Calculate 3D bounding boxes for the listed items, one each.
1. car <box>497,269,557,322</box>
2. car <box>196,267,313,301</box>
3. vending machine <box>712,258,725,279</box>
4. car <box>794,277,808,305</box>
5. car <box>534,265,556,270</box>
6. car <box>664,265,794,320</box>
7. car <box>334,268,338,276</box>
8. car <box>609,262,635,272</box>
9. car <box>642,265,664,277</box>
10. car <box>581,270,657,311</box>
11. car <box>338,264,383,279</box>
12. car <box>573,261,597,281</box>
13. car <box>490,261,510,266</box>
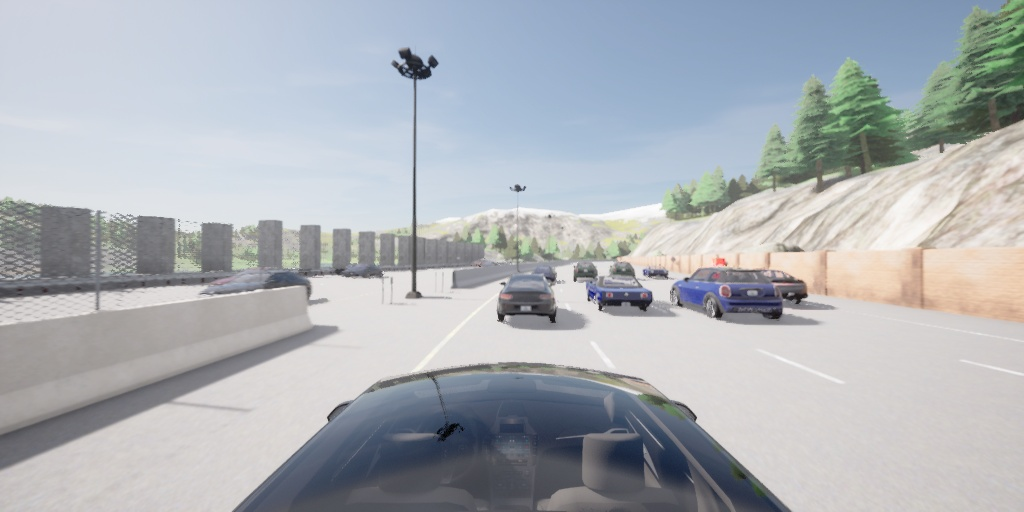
[{"bbox_3d":[0.542,1.339,12.504,1.812,1.442,4.674,0,0,4],"label":"car"},{"bbox_3d":[-10.066,1.319,14.506,1.812,1.442,4.674,0,0,4],"label":"car"},{"bbox_3d":[18.627,1.175,32.359,1.100,2.100,0.880,0,0,11],"label":"vending machine"},{"bbox_3d":[11.444,1.362,16.844,2.128,1.511,4.902,0,0,5],"label":"car"},{"bbox_3d":[2.814,1.490,31.114,1.994,1.385,4.181,0,0,10],"label":"car"},{"bbox_3d":[7.633,1.190,13.292,2.097,1.767,4.553,0,0,4],"label":"car"},{"bbox_3d":[-17.261,1.514,39.299,1.895,1.301,4.718,0,0,11],"label":"car"},{"bbox_3d":[10.694,1.323,35.112,2.097,1.767,4.553,0,0,11],"label":"car"},{"bbox_3d":[14.562,1.593,36.700,1.895,1.301,4.718,0,0,12],"label":"car"},{"bbox_3d":[4.218,1.438,14.918,1.895,1.301,4.718,0,0,4],"label":"car"},{"bbox_3d":[-14.474,1.461,35.024,1.994,1.385,4.181,0,0,10],"label":"car"},{"bbox_3d":[6.632,1.296,32.524,2.097,1.767,4.553,0,0,10],"label":"car"},{"bbox_3d":[-1.628,1.683,60.942,1.895,1.301,4.718,0,0,14],"label":"car"}]
